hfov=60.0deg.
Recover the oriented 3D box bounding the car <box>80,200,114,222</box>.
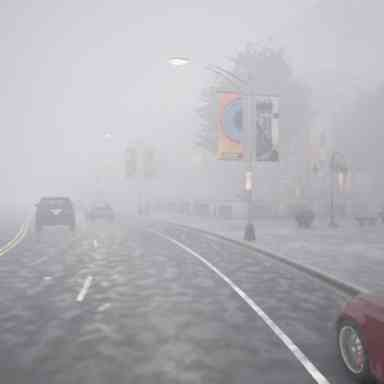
[{"bbox_3d":[-7.683,1.589,27.365,2.128,1.511,4.902,0,0,-24],"label":"car"}]

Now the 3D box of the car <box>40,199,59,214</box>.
[{"bbox_3d":[-16.409,1.656,38.160,1.837,1.490,4.892,0,0,-25],"label":"car"}]

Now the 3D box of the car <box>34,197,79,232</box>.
[{"bbox_3d":[-8.761,1.305,21.271,2.150,2.045,5.566,0,0,-23],"label":"car"}]
